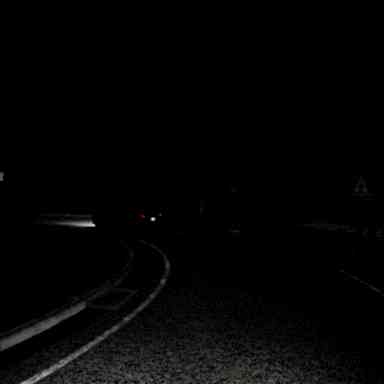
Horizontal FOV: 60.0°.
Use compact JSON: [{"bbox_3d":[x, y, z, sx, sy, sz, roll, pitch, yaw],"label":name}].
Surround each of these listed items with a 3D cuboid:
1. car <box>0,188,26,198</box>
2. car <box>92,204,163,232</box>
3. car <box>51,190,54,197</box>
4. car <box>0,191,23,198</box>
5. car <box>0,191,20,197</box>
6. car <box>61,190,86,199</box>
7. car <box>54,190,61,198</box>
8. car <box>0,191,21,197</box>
[{"bbox_3d":[-38.698,0.348,71.279,5.566,2.045,2.435,2,0,-31],"label":"car"},{"bbox_3d":[-3.627,1.331,18.469,4.181,1.385,1.994,2,0,37],"label":"car"},{"bbox_3d":[-33.642,0.785,87.480,4.892,1.521,2.231,2,0,-31],"label":"car"},{"bbox_3d":[-41.555,0.548,76.159,5.008,1.535,2.097,2,0,-31],"label":"car"},{"bbox_3d":[-45.854,0.502,83.465,4.674,1.452,2.002,2,0,-31],"label":"car"},{"bbox_3d":[-26.511,0.783,75.284,4.553,1.767,2.185,2,0,-31],"label":"car"},{"bbox_3d":[-29.414,0.614,80.281,5.566,2.045,2.435,2,0,-31],"label":"car"},{"bbox_3d":[-44.424,0.532,81.028,4.674,1.452,2.002,2,0,-31],"label":"car"}]
